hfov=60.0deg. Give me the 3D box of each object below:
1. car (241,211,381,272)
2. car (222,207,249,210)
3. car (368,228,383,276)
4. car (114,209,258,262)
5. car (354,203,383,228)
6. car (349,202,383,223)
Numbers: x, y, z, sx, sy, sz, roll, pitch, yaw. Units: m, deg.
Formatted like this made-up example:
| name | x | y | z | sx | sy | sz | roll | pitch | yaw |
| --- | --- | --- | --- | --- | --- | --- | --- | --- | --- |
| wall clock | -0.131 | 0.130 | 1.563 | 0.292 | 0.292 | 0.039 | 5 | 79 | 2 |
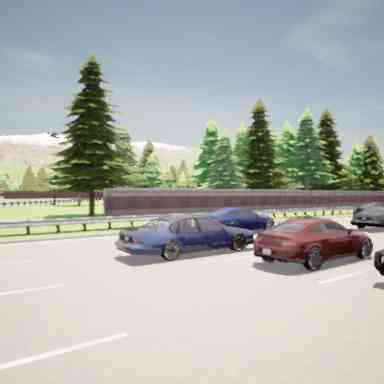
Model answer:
| name | x | y | z | sx | sy | sz | roll | pitch | yaw |
| --- | --- | --- | --- | --- | --- | --- | --- | --- | --- |
| car | 4.037 | 1.558 | 10.937 | 4.674 | 1.442 | 1.812 | 0 | 0 | -35 |
| car | 2.577 | 1.570 | 18.487 | 4.674 | 1.442 | 1.812 | 0 | 0 | -35 |
| car | 6.745 | 1.636 | 8.566 | 4.718 | 1.301 | 1.895 | 0 | 0 | -35 |
| car | -0.081 | 1.572 | 12.307 | 5.357 | 1.411 | 2.033 | 0 | 0 | -35 |
| car | 12.203 | 1.623 | 21.068 | 5.357 | 1.411 | 2.033 | 0 | 0 | -35 |
| car | 15.122 | 1.622 | 27.433 | 4.674 | 1.442 | 1.812 | 0 | 0 | -35 |
